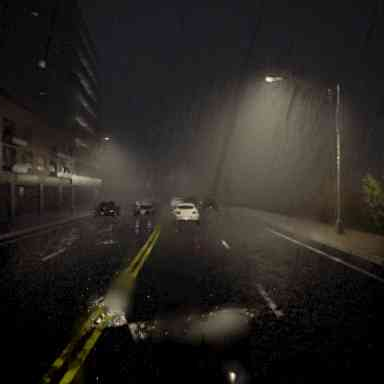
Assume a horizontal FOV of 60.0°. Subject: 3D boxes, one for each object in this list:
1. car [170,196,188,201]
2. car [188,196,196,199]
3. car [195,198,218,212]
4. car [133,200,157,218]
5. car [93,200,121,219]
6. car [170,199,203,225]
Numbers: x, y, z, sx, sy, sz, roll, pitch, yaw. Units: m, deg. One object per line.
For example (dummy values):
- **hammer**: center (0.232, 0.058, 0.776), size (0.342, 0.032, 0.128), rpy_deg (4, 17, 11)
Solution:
- **car**: center (-2.031, 1.507, 45.886), size (1.812, 1.442, 4.674), rpy_deg (0, 0, -5)
- **car**: center (-0.157, 1.461, 58.291), size (1.837, 1.490, 4.892), rpy_deg (0, 0, -7)
- **car**: center (1.843, 1.475, 38.518), size (1.837, 1.490, 4.892), rpy_deg (0, 0, -4)
- **car**: center (-4.314, 1.501, 30.785), size (2.128, 1.511, 4.902), rpy_deg (0, 0, -3)
- **car**: center (-7.509, 1.529, 29.717), size (1.837, 1.490, 4.892), rpy_deg (0, 0, -3)
- **car**: center (-0.494, 1.521, 24.132), size (1.812, 1.442, 4.674), rpy_deg (0, 0, -3)
